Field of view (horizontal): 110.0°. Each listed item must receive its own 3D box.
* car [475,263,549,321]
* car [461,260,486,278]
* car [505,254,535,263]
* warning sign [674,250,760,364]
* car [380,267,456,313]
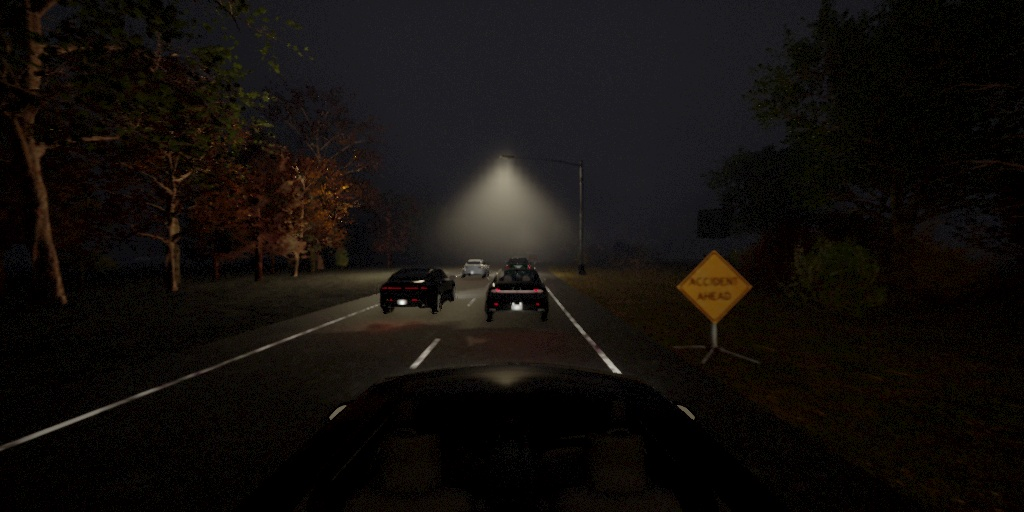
[{"bbox_3d":[0.170,1.143,12.023,2.128,1.511,4.902,0,1,1],"label":"car"},{"bbox_3d":[-2.932,1.009,29.499,1.812,1.442,4.674,0,1,2],"label":"car"},{"bbox_3d":[0.526,0.849,28.170,2.097,1.767,4.553,0,1,2],"label":"car"},{"bbox_3d":[3.567,0.822,6.339,1.300,1.860,1.060,0,0,0],"label":"warning sign"},{"bbox_3d":[-3.308,1.142,13.353,1.837,1.490,4.892,0,0,1],"label":"car"}]
